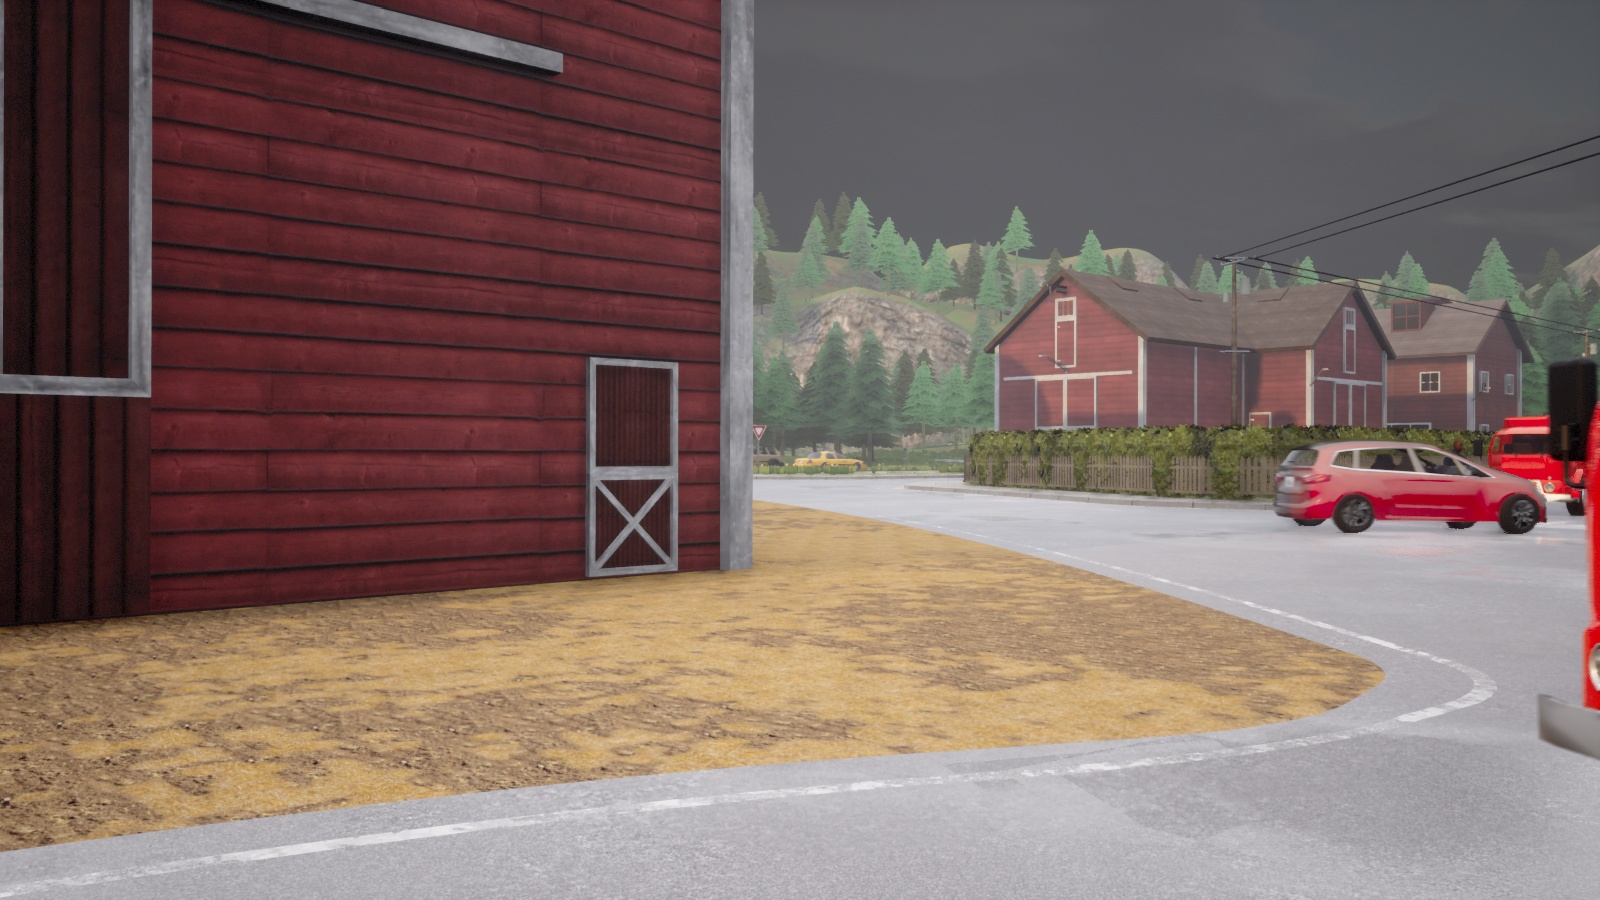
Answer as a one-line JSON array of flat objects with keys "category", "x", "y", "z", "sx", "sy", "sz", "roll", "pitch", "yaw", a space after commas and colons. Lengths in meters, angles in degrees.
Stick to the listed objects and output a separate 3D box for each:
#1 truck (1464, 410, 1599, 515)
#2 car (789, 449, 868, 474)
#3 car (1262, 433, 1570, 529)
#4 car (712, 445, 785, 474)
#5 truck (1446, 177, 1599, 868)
[{"category": "truck", "x": 19.463, "y": 0.292, "z": 32.224, "sx": 5.204, "sy": 2.467, "sz": 2.627, "roll": 0, "pitch": 0, "yaw": -42}, {"category": "car", "x": 1.912, "y": 0.742, "z": 82.457, "sx": 5.366, "sy": 1.575, "sz": 1.801, "roll": 0, "pitch": 0, "yaw": -41}, {"category": "car", "x": 11.300, "y": 0.549, "z": 23.294, "sx": 4.611, "sy": 1.667, "sz": 2.242, "roll": 0, "pitch": 0, "yaw": -1}, {"category": "car", "x": -3.379, "y": 0.630, "z": 82.430, "sx": 4.605, "sy": 1.855, "sz": 1.932, "roll": 0, "pitch": 0, "yaw": -42}, {"category": "truck", "x": 5.514, "y": 0.243, "z": 4.467, "sx": 5.204, "sy": 2.467, "sz": 2.627, "roll": 0, "pitch": 0, "yaw": -12}]
